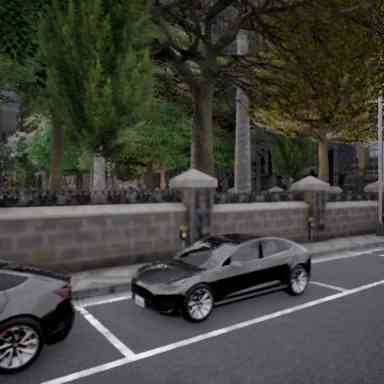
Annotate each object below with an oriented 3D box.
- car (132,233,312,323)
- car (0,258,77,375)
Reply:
[{"bbox_3d":[0.835,1.610,7.256,4.313,1.339,1.947,1,-1,-35],"label":"car"},{"bbox_3d":[-3.664,1.560,4.050,4.313,1.339,1.947,1,-1,-35],"label":"car"}]
